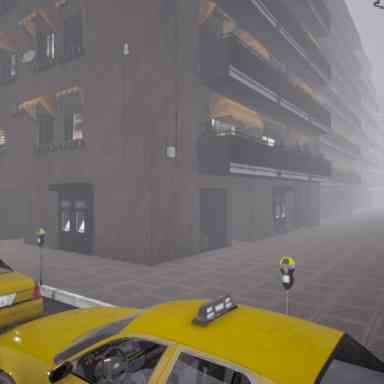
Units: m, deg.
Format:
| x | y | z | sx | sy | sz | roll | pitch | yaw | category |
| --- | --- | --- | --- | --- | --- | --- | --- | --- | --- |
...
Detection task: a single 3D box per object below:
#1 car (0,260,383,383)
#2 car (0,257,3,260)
| x | y | z | sx | sy | sz | roll | pitch | yaw | category |
| --- | --- | --- | --- | --- | --- | --- | --- | --- | --- |
| -0.031 | 1.525 | 2.749 | 4.829 | 1.417 | 1.752 | 0 | 0 | 36 | car |
| -4.618 | 1.527 | 6.031 | 4.829 | 1.417 | 1.752 | 0 | 0 | 36 | car |
